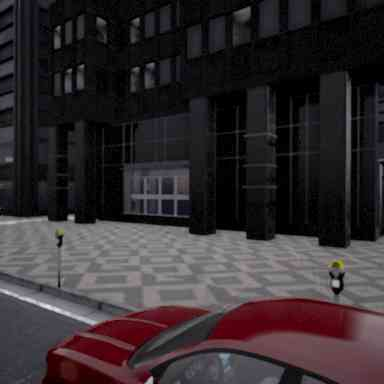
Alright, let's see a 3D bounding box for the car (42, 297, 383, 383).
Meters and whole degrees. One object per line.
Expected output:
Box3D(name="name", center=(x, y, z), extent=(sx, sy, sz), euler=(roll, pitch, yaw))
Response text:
Box3D(name="car", center=(0.670, 1.543, 2.485), extent=(4.507, 1.381, 1.887), euler=(0, 0, 35))
